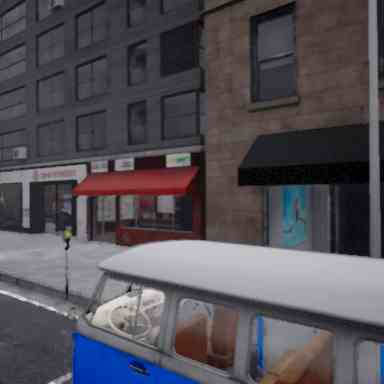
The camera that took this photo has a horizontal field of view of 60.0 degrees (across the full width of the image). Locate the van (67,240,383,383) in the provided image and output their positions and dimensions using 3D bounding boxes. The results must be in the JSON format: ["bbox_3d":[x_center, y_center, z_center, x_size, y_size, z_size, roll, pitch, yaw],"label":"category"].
[{"bbox_3d":[0.825,1.342,2.279,3.998,1.788,1.690,0,-1,36],"label":"van"}]
